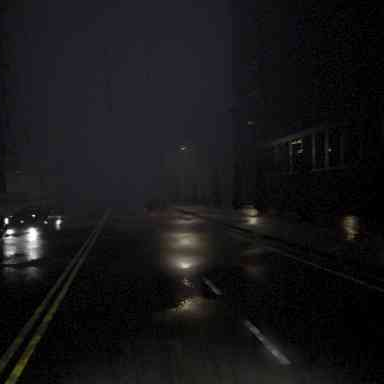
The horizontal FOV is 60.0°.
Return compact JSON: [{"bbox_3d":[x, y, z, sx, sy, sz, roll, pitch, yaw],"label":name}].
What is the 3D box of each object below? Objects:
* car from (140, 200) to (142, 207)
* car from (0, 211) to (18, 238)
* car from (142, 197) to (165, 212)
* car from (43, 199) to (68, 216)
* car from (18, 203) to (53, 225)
[{"bbox_3d":[-6.379,1.517,48.527,1.812,1.442,4.674,-1,0,-12],"label":"car"},{"bbox_3d":[-10.247,1.645,15.652,2.128,1.511,4.902,-1,0,-12],"label":"car"},{"bbox_3d":[-4.230,1.469,38.600,2.128,1.511,4.902,-1,0,-11],"label":"car"},{"bbox_3d":[-14.291,1.742,34.937,1.994,1.385,4.181,-1,0,-11],"label":"car"},{"bbox_3d":[-12.304,1.767,25.399,1.895,1.301,4.718,-1,0,-12],"label":"car"}]
